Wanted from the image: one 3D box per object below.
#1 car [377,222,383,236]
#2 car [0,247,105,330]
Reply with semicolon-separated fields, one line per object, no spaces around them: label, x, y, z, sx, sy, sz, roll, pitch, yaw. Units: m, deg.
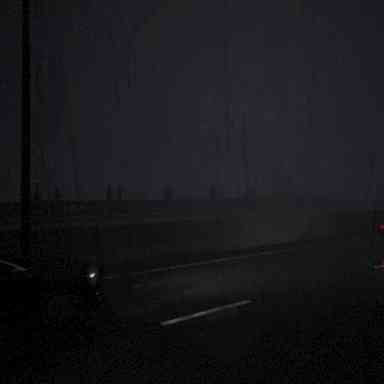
car;10.800;1.615;15.748;4.718;1.301;1.895;0;0;-35
car;-3.893;1.491;5.268;4.902;1.511;2.128;0;0;-35
